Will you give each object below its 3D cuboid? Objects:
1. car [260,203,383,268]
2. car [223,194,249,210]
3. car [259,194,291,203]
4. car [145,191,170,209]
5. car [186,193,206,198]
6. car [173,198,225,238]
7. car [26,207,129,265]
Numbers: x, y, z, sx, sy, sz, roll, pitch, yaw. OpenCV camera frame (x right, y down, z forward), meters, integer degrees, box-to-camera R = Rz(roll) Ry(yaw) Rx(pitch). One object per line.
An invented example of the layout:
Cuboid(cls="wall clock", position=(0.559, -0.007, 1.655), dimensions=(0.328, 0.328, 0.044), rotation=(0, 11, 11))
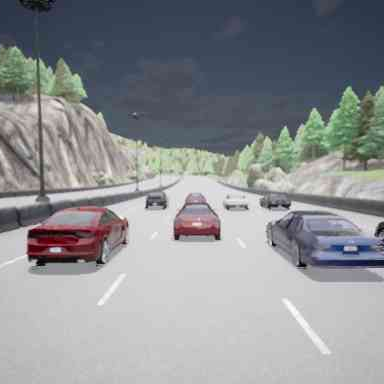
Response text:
Cuboid(cls="car", position=(3.678, 1.286, 10.187), dimensions=(2.033, 1.411, 5.357), rotation=(0, 1, 0))
Cuboid(cls="car", position=(3.833, 0.844, 29.815), dimensions=(1.895, 1.301, 4.718), rotation=(0, 1, 0))
Cuboid(cls="car", position=(7.332, 0.845, 29.774), dimensions=(1.895, 1.301, 4.718), rotation=(0, 1, 0))
Cuboid(cls="car", position=(-3.159, 0.723, 30.839), dimensions=(1.837, 1.490, 4.892), rotation=(0, 1, 0))
Cuboid(cls="car", position=(0.344, 0.771, 31.294), dimensions=(1.994, 1.385, 4.181), rotation=(0, 1, 0))
Cuboid(cls="car", position=(0.216, 1.181, 15.028), dimensions=(1.994, 1.385, 4.181), rotation=(0, 1, 0))
Cuboid(cls="car", position=(-3.319, 1.207, 10.611), dimensions=(1.882, 1.535, 5.008), rotation=(0, 1, 0))
